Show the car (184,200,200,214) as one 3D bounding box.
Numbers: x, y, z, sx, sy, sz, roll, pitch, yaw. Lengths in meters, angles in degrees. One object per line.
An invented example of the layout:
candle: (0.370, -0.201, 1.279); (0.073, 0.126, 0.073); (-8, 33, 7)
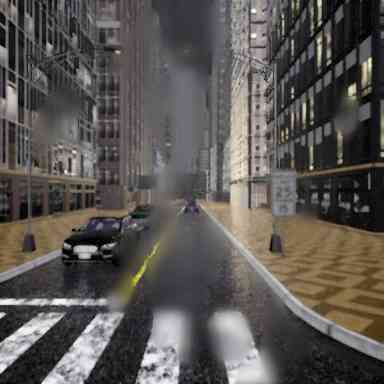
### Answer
car: (-0.002, 2.040, 43.089); (1.812, 1.442, 4.674); (0, -1, 0)

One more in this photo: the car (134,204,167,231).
car: (-3.093, 1.614, 22.422); (2.097, 1.767, 4.553); (0, -1, 0)

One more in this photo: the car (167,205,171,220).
car: (-3.094, 1.935, 33.053); (2.033, 1.411, 5.357); (0, -1, 0)

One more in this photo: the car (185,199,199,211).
car: (-0.003, 1.989, 53.077); (2.097, 1.767, 4.553); (0, -1, 0)

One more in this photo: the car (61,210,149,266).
car: (-3.116, 1.634, 12.192); (2.128, 1.511, 4.902); (0, -1, 1)
